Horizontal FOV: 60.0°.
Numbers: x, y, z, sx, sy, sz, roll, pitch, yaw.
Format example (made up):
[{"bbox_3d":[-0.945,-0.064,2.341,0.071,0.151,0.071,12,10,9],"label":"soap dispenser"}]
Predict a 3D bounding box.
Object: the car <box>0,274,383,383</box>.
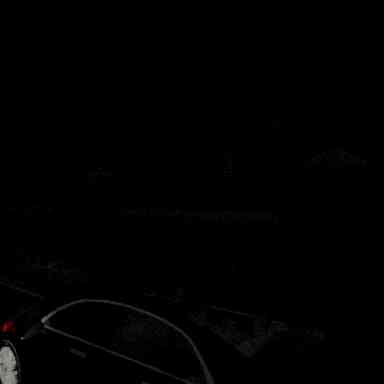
[{"bbox_3d":[-0.458,1.565,3.435,4.403,1.369,2.008,-1,-1,38],"label":"car"}]
